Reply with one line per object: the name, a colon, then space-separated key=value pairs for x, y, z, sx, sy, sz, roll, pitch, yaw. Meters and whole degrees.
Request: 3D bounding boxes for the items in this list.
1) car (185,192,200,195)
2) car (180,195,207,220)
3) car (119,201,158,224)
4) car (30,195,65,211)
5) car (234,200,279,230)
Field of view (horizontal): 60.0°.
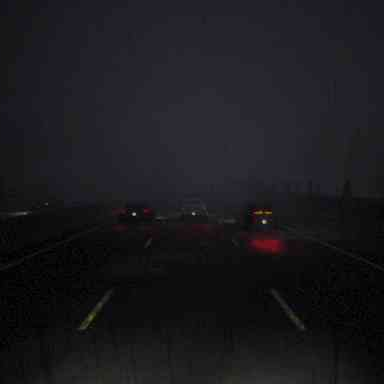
car: x=0.096 y=0.659 z=43.588 sx=2.033 sy=1.411 sz=5.357 roll=0 pitch=3 yaw=0
car: x=0.097 y=1.169 z=24.064 sx=1.812 sy=1.442 sz=4.674 roll=0 pitch=1 yaw=0
car: x=-3.402 y=1.243 z=21.578 sx=1.994 sy=1.385 sz=4.181 roll=0 pitch=1 yaw=0
car: x=-14.006 y=1.042 z=32.523 sx=1.812 sy=1.442 sz=4.674 roll=0 pitch=1 yaw=0
car: x=3.598 y=1.220 z=19.018 sx=1.837 sy=1.490 sz=4.892 roll=0 pitch=0 yaw=0
